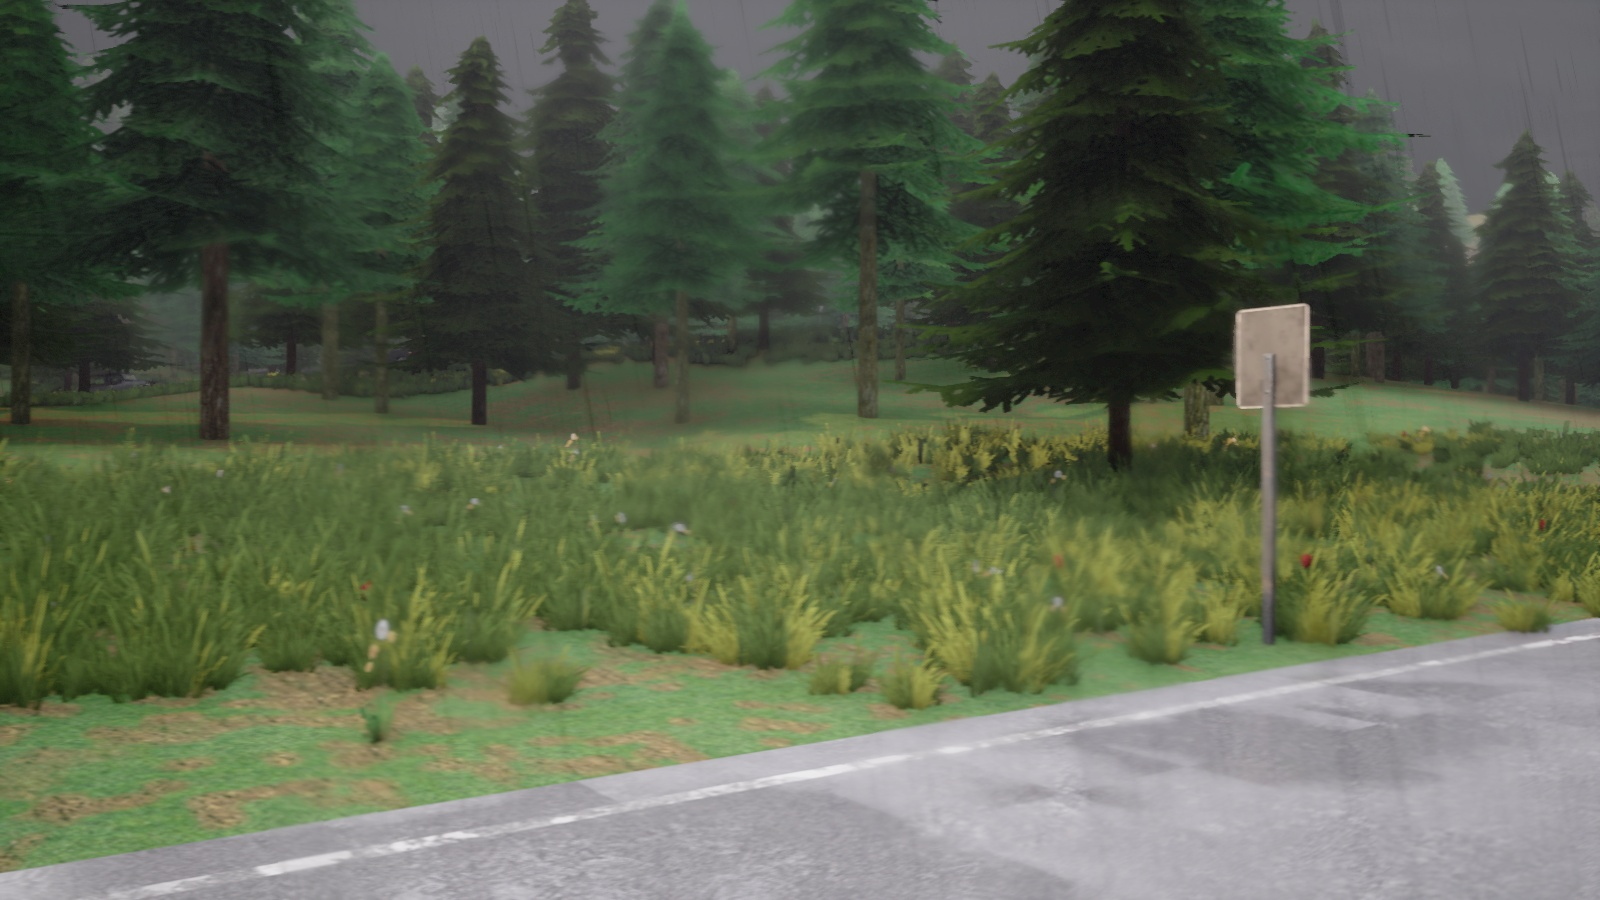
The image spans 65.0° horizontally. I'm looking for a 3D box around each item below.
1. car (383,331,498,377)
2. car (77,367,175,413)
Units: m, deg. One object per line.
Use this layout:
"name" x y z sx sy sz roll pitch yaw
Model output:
"car" -16.899 -4.499 59.043 4.892 1.490 1.837 -5 -1 18
"car" -34.473 -3.034 64.267 3.866 1.878 1.905 -5 -1 6
